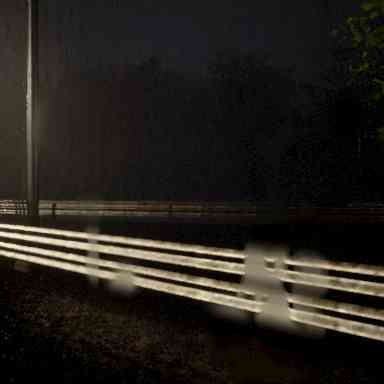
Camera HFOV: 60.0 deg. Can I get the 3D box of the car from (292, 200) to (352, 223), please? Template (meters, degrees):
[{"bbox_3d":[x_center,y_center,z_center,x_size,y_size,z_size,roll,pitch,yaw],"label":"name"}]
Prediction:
[{"bbox_3d":[10.272,1.428,26.501,4.553,1.767,2.097,0,0,15],"label":"car"}]
